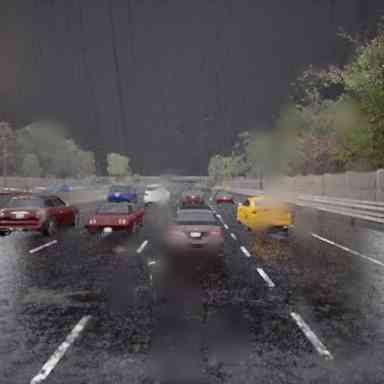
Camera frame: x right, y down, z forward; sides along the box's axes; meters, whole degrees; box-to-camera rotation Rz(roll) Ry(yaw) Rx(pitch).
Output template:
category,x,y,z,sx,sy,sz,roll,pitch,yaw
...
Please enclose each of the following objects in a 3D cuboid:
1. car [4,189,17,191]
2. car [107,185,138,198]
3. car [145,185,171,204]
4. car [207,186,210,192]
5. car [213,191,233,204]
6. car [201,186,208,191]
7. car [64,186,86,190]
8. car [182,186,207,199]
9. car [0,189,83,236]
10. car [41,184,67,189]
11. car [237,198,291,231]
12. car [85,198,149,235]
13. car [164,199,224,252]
category,x,y,z,sx,sy,sz,roll,pitch,yaw
car,-28.059,0.224,51.094,1.895,1.301,4.718,0,2,1
car,-6.907,0.316,33.374,2.150,2.045,5.566,0,2,0
car,-3.401,0.317,33.338,2.150,2.045,5.566,0,2,0
car,3.490,-0.703,83.524,1.837,1.490,4.892,0,1,0
car,3.494,0.548,37.520,1.994,1.385,4.181,0,2,0
car,3.489,-0.962,94.257,1.837,1.490,4.892,0,1,0
car,-17.574,0.149,51.887,2.033,1.411,5.357,0,2,0
car,0.093,0.437,33.755,2.097,1.767,4.553,0,2,0
car,-6.905,0.927,15.517,2.097,1.767,4.553,0,2,0
car,-21.061,-0.176,51.785,2.150,2.045,5.566,0,2,0
car,3.497,1.016,16.896,1.882,1.535,5.008,0,2,0
car,-3.402,1.172,15.661,1.895,1.301,4.718,0,2,0
car,0.099,1.214,12.147,2.033,1.411,5.357,0,2,0
